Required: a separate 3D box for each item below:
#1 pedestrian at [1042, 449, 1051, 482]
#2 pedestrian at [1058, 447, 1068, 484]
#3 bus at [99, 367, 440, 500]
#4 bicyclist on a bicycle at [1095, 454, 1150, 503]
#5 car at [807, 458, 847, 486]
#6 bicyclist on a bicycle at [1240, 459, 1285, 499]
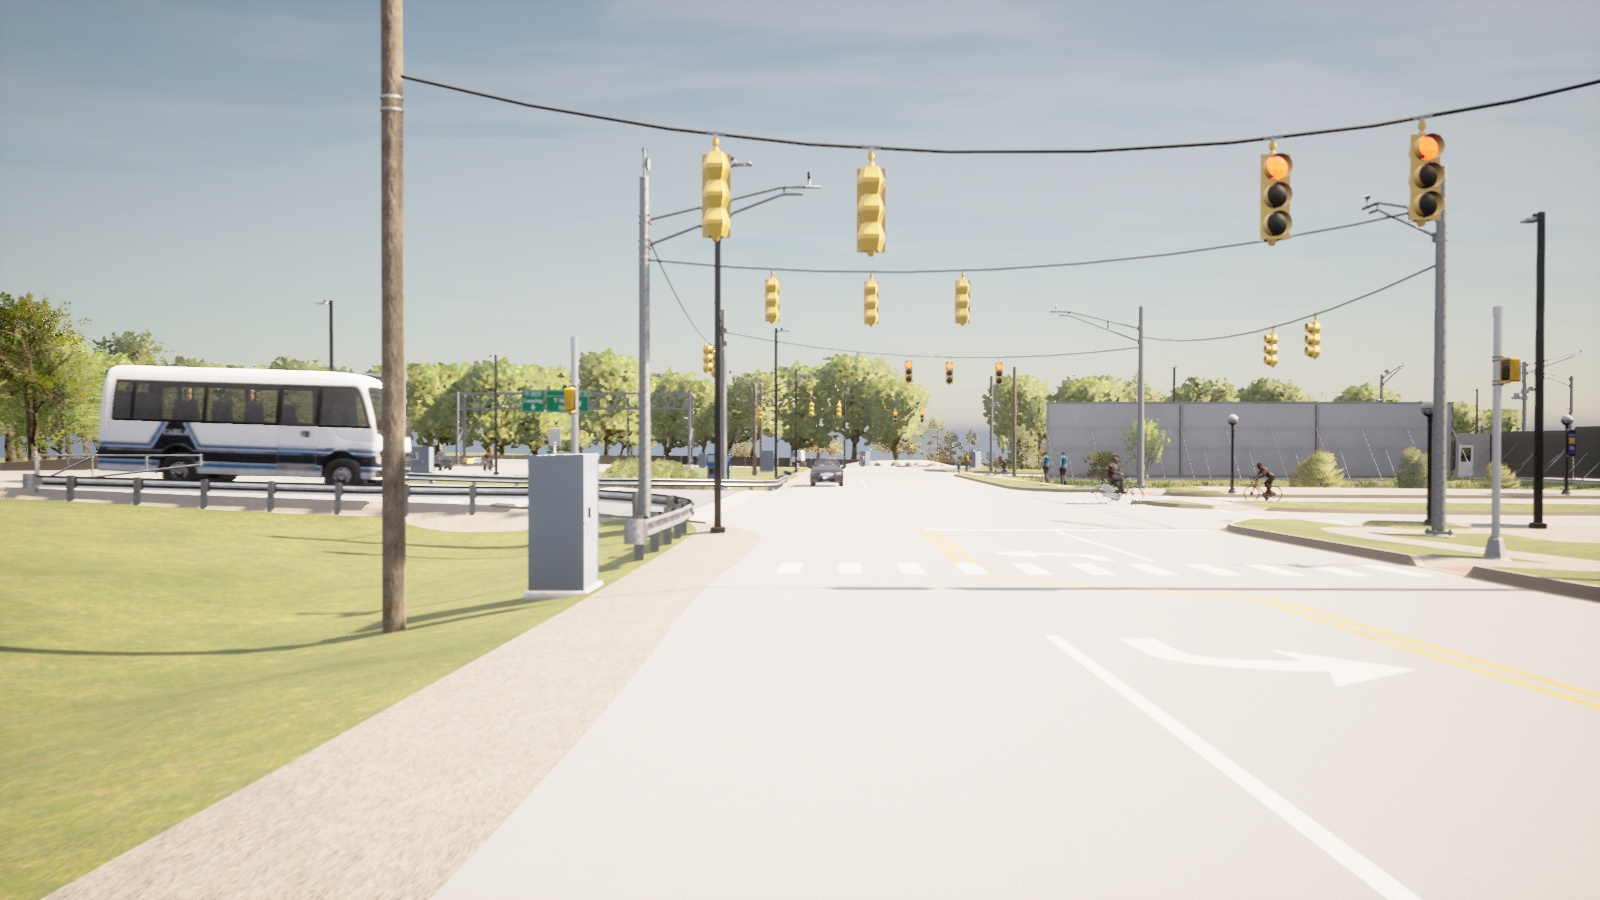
[{"bbox_3d":[14.571,0.893,74.275,0.396,1.930,0.692,0,1,2],"label":"pedestrian"},{"bbox_3d":[13.946,0.819,66.629,0.396,1.930,0.692,0,1,1],"label":"pedestrian"},{"bbox_3d":[-18.489,-0.540,44.323,10.273,4.253,3.944,1,0,2],"label":"bus"},{"bbox_3d":[11.795,1.039,46.005,1.843,1.776,0.659,0,-1,36],"label":"bicyclist on a bicycle"},{"bbox_3d":[1.554,1.221,70.813,2.128,1.511,4.902,0,0,2],"label":"car"},{"bbox_3d":[19.017,1.191,51.616,1.656,1.620,0.582,0,0,-4],"label":"bicyclist on a bicycle"}]
